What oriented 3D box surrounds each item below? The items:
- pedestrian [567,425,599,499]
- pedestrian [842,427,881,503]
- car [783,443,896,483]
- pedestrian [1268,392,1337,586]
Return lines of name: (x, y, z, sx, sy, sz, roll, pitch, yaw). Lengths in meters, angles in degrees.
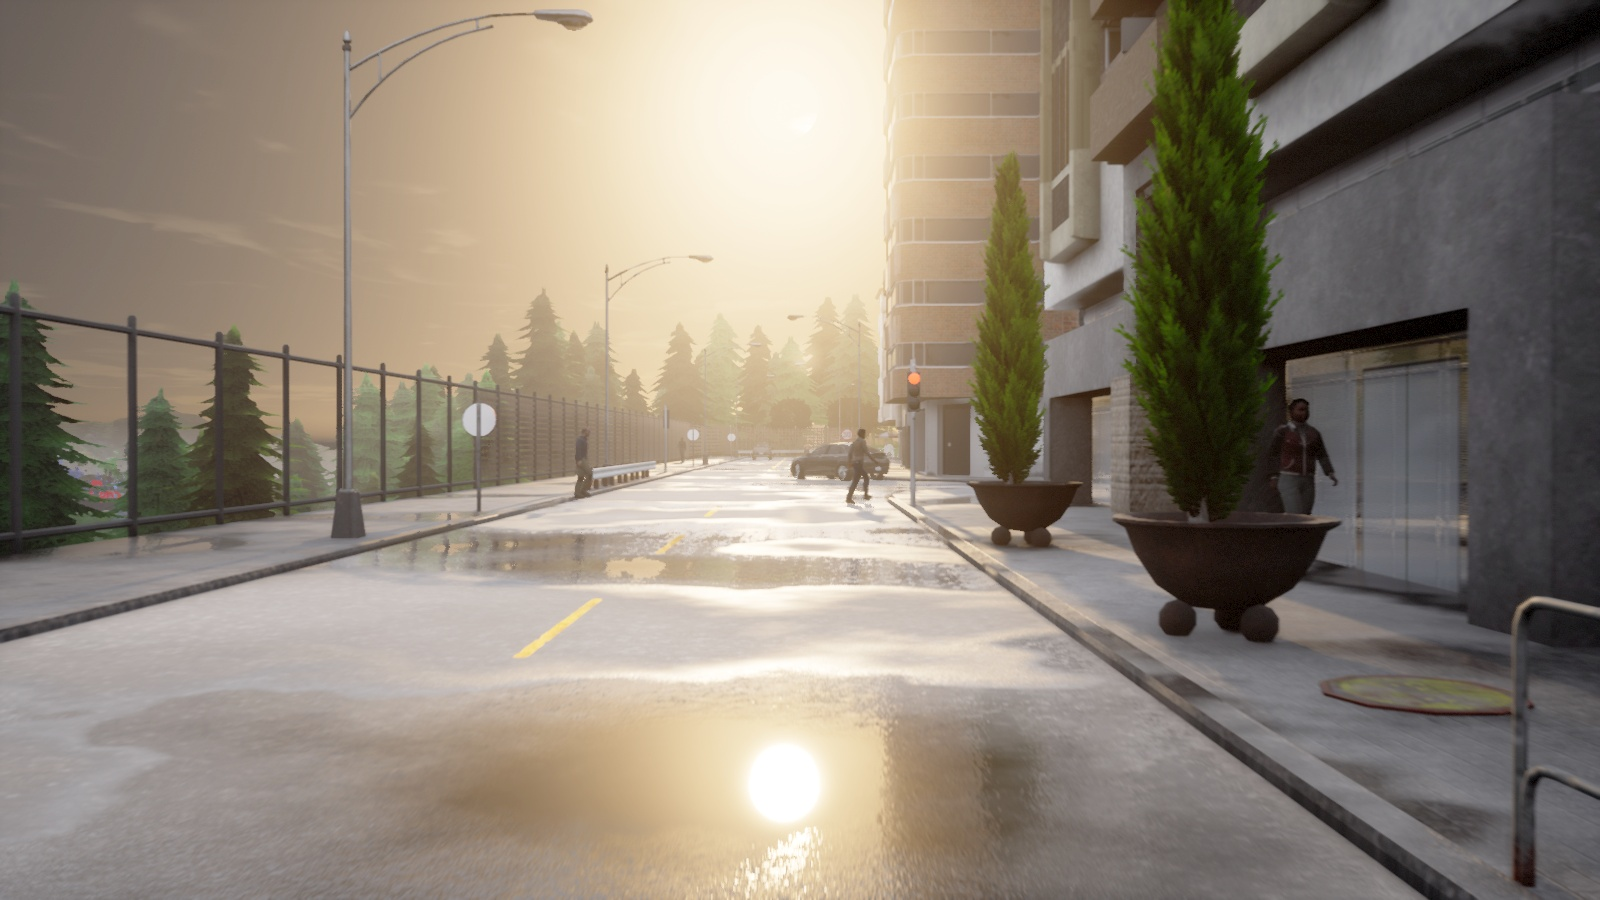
pedestrian: (-5.444, 0.302, 31.553, 0.726, 1.842, 0.402, 0, 0, 4)
pedestrian: (1.475, 0.355, 30.089, 0.869, 1.805, 0.328, 0, 0, -26)
car: (1.506, 0.471, 49.957, 1.837, 1.490, 4.892, -1, 1, -36)
pedestrian: (5.146, 0.387, 12.886, 0.402, 1.930, 0.666, 0, 0, -4)
